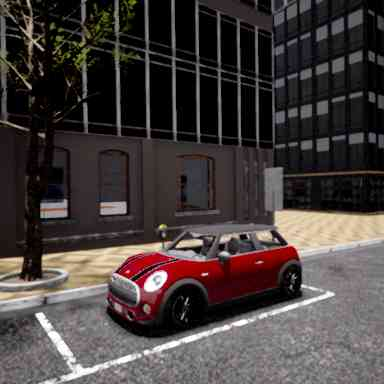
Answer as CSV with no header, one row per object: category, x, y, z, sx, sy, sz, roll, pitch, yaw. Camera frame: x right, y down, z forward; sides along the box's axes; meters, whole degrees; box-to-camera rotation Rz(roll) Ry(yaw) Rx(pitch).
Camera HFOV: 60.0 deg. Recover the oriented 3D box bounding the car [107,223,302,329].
car,0.358,1.438,6.834,4.097,1.590,1.967,0,-1,-36
